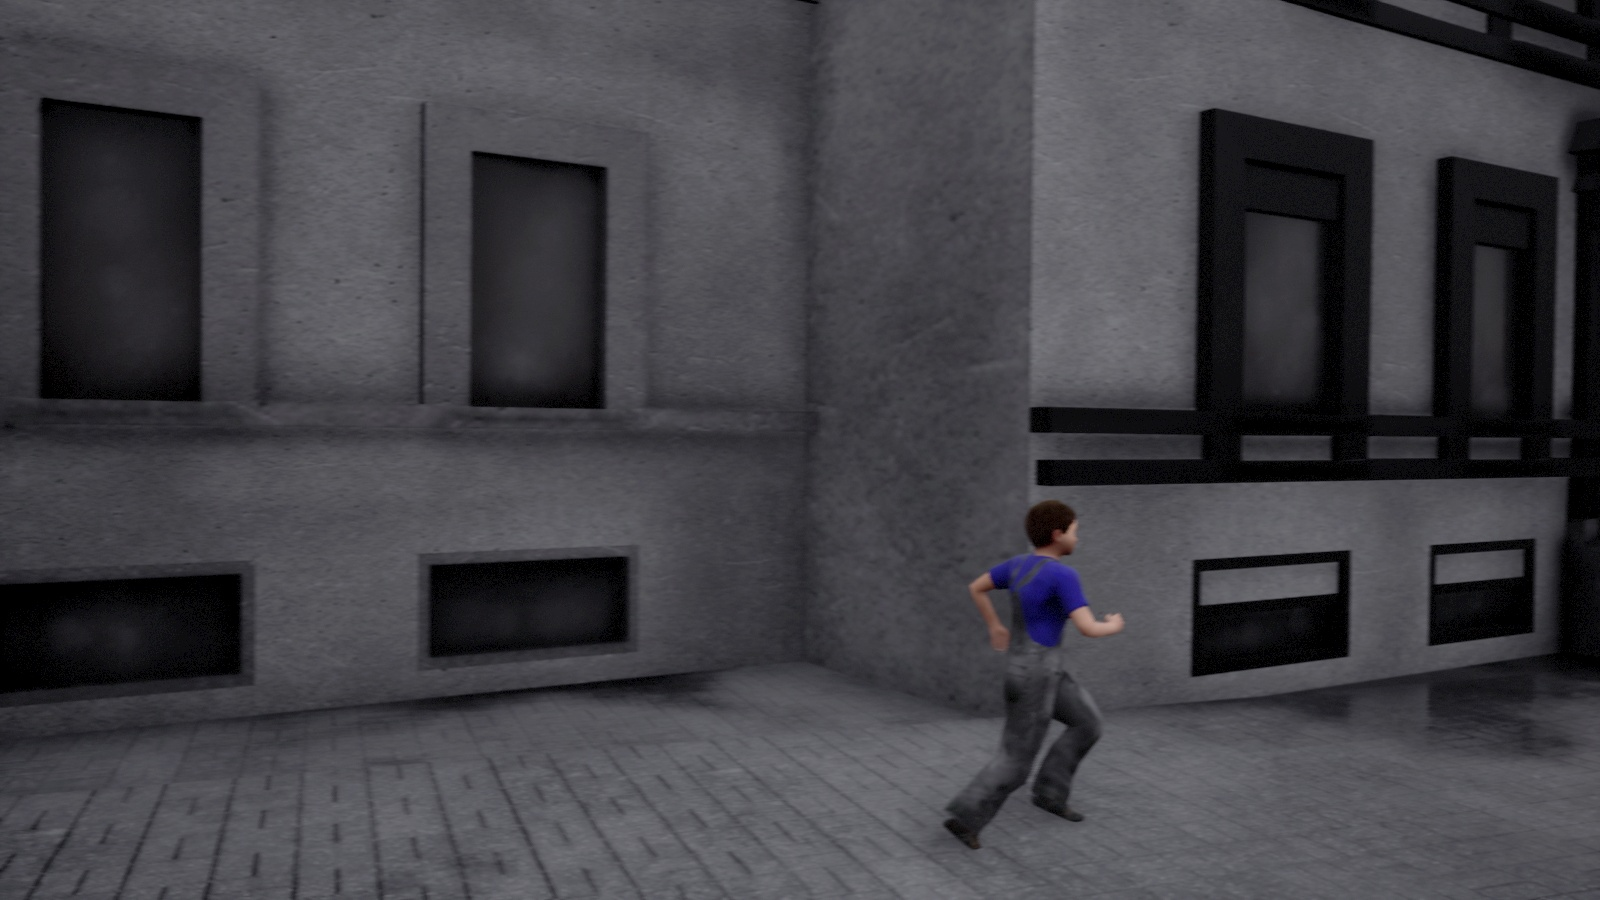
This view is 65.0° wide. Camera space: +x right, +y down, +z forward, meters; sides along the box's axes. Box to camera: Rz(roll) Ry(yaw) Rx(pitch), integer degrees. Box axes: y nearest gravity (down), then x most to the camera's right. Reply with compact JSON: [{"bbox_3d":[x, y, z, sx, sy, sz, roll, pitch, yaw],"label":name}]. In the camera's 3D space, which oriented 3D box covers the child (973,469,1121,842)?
[{"bbox_3d":[0.873,0.706,4.461,0.437,1.263,0.270,-1,1,-10],"label":"child"}]
